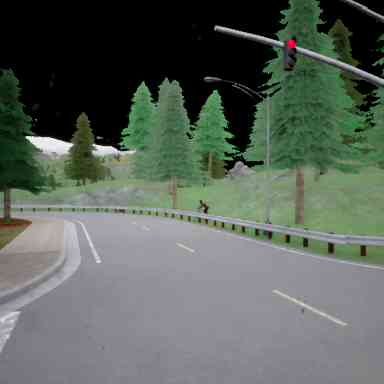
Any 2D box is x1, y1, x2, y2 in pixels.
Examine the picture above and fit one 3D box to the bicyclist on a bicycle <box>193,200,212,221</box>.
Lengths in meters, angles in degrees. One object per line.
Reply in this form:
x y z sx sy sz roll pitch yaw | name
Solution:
0.826 1.432 25.534 1.656 1.620 0.582 -1 2 -20 | bicyclist on a bicycle
